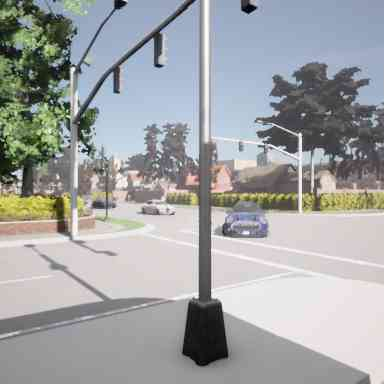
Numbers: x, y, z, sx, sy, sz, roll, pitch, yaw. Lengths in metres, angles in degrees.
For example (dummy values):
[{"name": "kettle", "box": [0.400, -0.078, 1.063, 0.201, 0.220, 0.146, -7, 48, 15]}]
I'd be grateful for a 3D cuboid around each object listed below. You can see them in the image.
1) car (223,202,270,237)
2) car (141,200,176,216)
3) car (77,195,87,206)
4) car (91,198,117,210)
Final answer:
[{"name": "car", "box": [2.982, 1.350, 17.932, 2.097, 1.767, 4.553, -1, 0, 11]}, {"name": "car", "box": [-3.416, 1.523, 32.813, 1.812, 1.442, 4.674, 0, 0, -36]}, {"name": "car", "box": [-18.540, 1.349, 53.731, 2.097, 1.767, 4.553, 0, 0, -36]}, {"name": "car", "box": [-11.826, 1.545, 44.436, 2.033, 1.411, 5.357, 0, 0, -35]}]
